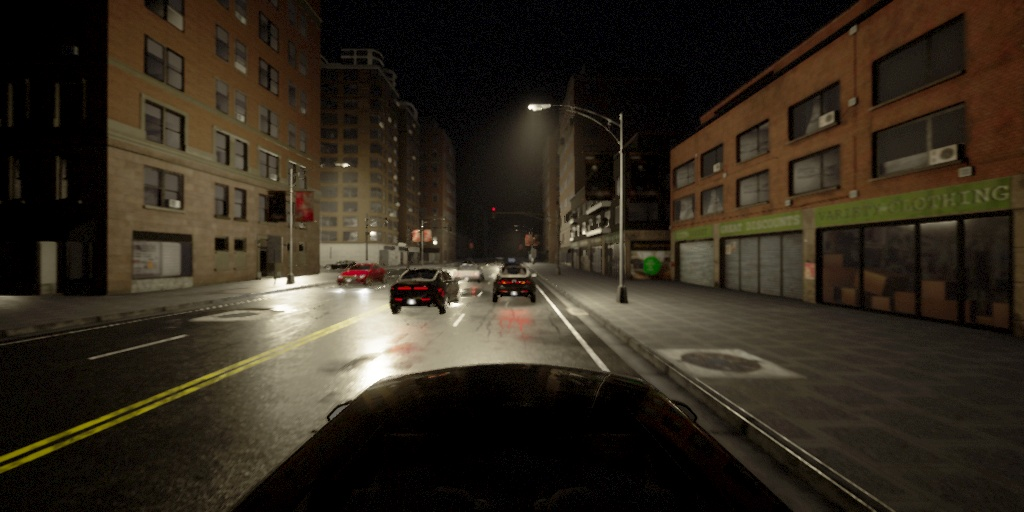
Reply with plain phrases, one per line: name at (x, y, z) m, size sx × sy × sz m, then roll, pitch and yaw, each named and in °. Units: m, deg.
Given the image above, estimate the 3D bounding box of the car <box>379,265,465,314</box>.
car at (-3.154, 1.219, 13.670) m, size 1.837 × 1.490 × 4.892 m, roll 0°, pitch -1°, yaw 0°

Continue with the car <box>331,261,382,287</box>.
car at (-9.824, 1.215, 23.923) m, size 1.812 × 1.442 × 4.674 m, roll 0°, pitch 0°, yaw 0°

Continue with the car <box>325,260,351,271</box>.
car at (-22.167, 1.219, 47.050) m, size 4.313 × 1.339 × 1.948 m, roll 0°, pitch 0°, yaw 0°

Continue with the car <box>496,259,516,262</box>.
car at (-0.008, 1.209, 26.603) m, size 1.812 × 1.442 × 4.674 m, roll 0°, pitch 0°, yaw 0°

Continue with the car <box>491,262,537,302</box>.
car at (0.092, 1.215, 16.556) m, size 1.837 × 1.490 × 4.892 m, roll 0°, pitch 0°, yaw 0°

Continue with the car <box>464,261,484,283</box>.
car at (-3.161, 1.283, 27.255) m, size 1.895 × 1.301 × 4.718 m, roll 0°, pitch 0°, yaw 0°
